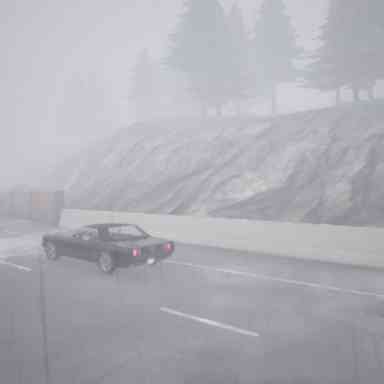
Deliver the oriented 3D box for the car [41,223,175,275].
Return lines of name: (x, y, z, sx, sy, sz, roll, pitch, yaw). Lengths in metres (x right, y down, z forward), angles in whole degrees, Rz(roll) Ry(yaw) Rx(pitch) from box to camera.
car: (-2.888, 1.645, 10.690, 4.718, 1.301, 1.895, 0, 0, 38)
